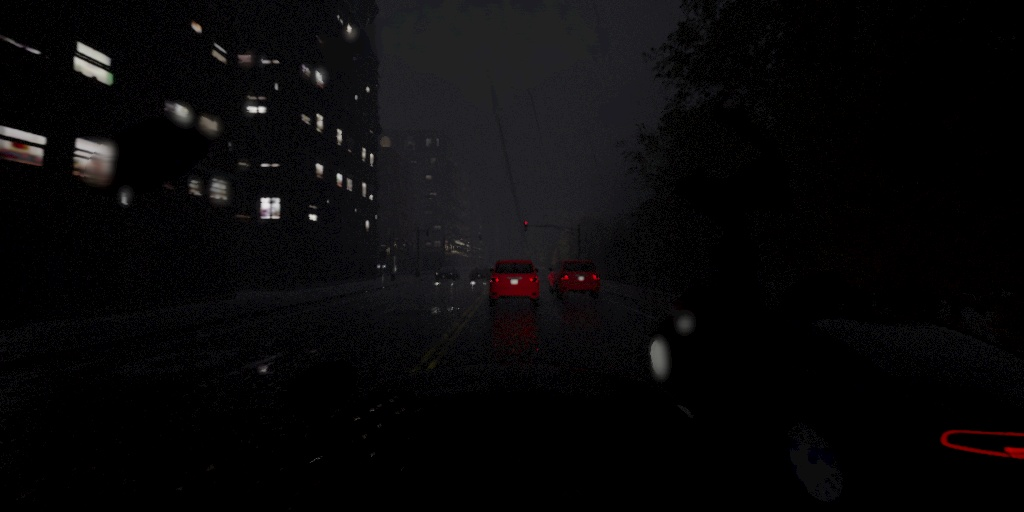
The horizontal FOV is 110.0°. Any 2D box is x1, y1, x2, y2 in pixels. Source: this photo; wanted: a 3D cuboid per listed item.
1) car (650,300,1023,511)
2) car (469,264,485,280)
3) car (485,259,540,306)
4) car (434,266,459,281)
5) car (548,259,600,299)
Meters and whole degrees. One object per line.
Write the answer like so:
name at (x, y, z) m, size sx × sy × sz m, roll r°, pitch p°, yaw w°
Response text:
car at (3.350, 1.262, 4.320) m, size 1.882 × 1.535 × 5.008 m, roll 0°, pitch -1°, yaw 0°
car at (-3.271, 1.803, 37.548) m, size 1.994 × 1.385 × 4.181 m, roll 0°, pitch -1°, yaw 0°
car at (0.098, 1.178, 17.107) m, size 2.150 × 2.045 × 5.566 m, roll 0°, pitch -1°, yaw 0°
car at (-6.529, 1.752, 36.683) m, size 1.812 × 1.442 × 4.674 m, roll 0°, pitch -1°, yaw 0°
car at (3.346, 1.220, 20.111) m, size 2.150 × 2.045 × 5.566 m, roll 0°, pitch -1°, yaw 0°
